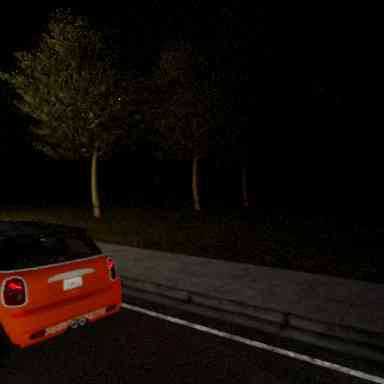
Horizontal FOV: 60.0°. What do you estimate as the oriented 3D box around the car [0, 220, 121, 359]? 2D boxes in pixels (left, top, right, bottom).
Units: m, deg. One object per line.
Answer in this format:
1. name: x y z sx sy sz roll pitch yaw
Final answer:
1. car: -3.441 1.306 6.006 4.553 1.767 2.097 1 0 35
